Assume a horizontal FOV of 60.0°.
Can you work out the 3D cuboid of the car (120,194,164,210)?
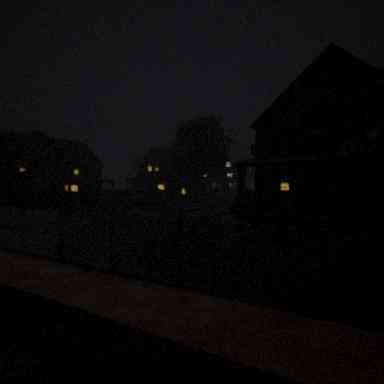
[{"bbox_3d":[-4.758,0.869,31.943,2.033,1.411,5.357,1,2,35],"label":"car"}]

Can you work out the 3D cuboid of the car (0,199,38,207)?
[{"bbox_3d":[-12.432,1.182,21.161,2.033,1.411,5.357,1,2,35],"label":"car"}]

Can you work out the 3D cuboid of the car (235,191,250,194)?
[{"bbox_3d":[7.692,0.388,49.292,1.994,1.385,4.181,1,2,36],"label":"car"}]
